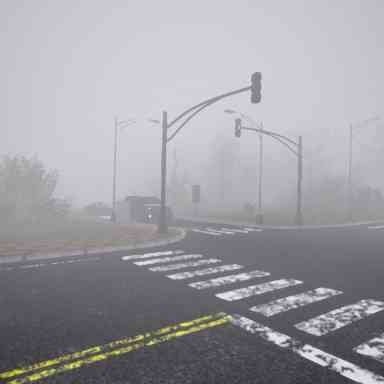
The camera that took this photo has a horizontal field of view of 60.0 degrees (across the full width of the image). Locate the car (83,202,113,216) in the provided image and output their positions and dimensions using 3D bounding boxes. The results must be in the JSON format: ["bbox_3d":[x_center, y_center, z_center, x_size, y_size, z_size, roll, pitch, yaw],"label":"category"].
[{"bbox_3d":[-9.495,1.699,33.779,1.994,1.385,4.181,2,-1,-37],"label":"car"}]

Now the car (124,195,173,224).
[{"bbox_3d":[-3.606,1.300,25.818,2.150,2.045,5.566,2,-2,-35],"label":"car"}]

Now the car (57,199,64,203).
[{"bbox_3d":[-18.907,1.717,47.356,1.882,1.535,5.008,2,-2,-33],"label":"car"}]
